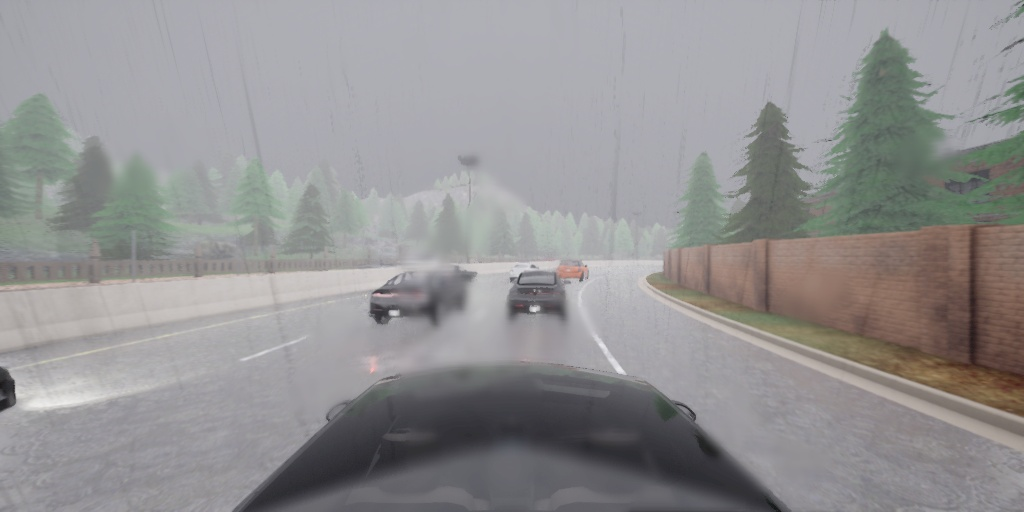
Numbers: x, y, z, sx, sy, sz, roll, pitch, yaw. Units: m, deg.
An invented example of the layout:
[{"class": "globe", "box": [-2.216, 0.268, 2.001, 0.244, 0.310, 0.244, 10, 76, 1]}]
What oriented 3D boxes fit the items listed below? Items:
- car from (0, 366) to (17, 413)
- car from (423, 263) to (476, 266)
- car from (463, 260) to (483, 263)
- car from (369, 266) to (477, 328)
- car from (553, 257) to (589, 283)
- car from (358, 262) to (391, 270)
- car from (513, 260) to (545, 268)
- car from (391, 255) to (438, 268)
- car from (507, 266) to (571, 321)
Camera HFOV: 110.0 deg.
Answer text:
[{"class": "car", "box": [-6.764, 1.281, 2.351, 1.994, 1.385, 4.181, 0, 0, 1]}, {"class": "car", "box": [-3.909, 1.331, 24.244, 1.895, 1.301, 4.718, 0, 0, 14]}, {"class": "car", "box": [-4.907, 1.203, 43.001, 1.882, 1.535, 5.008, 0, 0, 25]}, {"class": "car", "box": [-2.685, 1.228, 11.431, 2.128, 1.511, 4.902, 0, 0, 6]}, {"class": "car", "box": [5.138, 1.127, 29.905, 2.097, 1.767, 4.553, 0, 0, 19]}, {"class": "car", "box": [-14.244, 1.280, 38.683, 1.895, 1.301, 4.718, 0, 0, 20]}, {"class": "car", "box": [1.127, 1.281, 29.034, 1.812, 1.442, 4.674, 0, 0, 18]}, {"class": "car", "box": [-10.233, 0.919, 39.392, 2.150, 2.045, 5.566, 0, 0, 22]}, {"class": "car", "box": [0.981, 1.259, 12.533, 1.837, 1.490, 4.892, 0, 0, 7]}]
